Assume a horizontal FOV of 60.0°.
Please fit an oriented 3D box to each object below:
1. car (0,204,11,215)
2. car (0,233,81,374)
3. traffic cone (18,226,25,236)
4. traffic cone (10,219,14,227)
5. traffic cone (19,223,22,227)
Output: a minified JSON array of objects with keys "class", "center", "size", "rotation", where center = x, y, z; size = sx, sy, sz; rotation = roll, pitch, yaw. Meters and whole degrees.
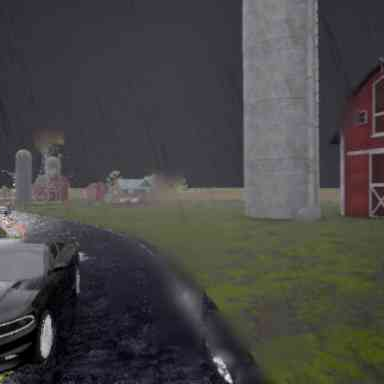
[{"class":"car","center":[-25.049,2.277,43.586],"size":[2.128,1.511,4.902],"rotation":[-1,0,-38]},{"class":"car","center":[-3.243,1.604,6.034],"size":[1.882,1.535,5.008],"rotation":[-1,-1,-11]},{"class":"traffic cone","center":[-9.310,2.322,18.419],"size":[0.340,0.580,0.340],"rotation":[-1,-1,-26]},{"class":"traffic cone","center":[-14.346,2.477,26.461],"size":[0.340,0.580,0.340],"rotation":[-1,0,-38]},{"class":"traffic cone","center":[-11.628,2.399,22.565],"size":[0.340,0.580,0.340],"rotation":[-1,-1,-32]}]
